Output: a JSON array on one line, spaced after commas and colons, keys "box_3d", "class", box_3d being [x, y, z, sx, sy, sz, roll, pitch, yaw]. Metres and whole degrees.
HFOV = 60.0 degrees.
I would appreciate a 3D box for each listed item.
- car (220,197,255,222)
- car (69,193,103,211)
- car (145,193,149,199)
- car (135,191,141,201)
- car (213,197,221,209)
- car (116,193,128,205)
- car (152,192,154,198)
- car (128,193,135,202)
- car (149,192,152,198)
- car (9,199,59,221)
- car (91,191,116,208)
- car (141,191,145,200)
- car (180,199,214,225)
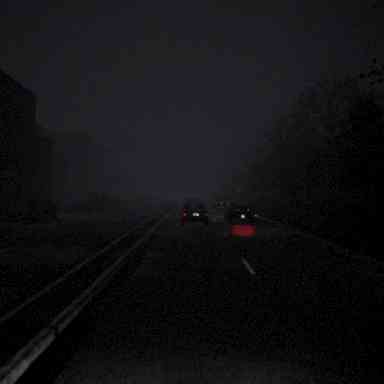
[{"box_3d": [3.432, 1.364, 24.766, 1.837, 1.490, 4.892, 0, 0, 0], "class": "car"}, {"box_3d": [-11.679, 1.212, 35.984, 2.231, 1.521, 4.892, 0, 0, 0], "class": "car"}, {"box_3d": [-11.716, 0.747, 74.498, 2.435, 2.045, 5.566, 0, 0, 0], "class": "car"}, {"box_3d": [-11.705, 0.933, 63.508, 2.185, 1.767, 4.553, 0, 0, 0], "class": "car"}, {"box_3d": [3.490, 1.311, 41.485, 2.033, 1.411, 5.357, 0, 0, 0], "class": "car"}, {"box_3d": [-11.749, 1.129, 50.895, 2.231, 1.521, 4.892, 0, 0, 1], "class": "car"}, {"box_3d": [-11.726, 0.937, 85.709, 2.231, 1.521, 4.892, 0, 0, 0], "class": "car"}, {"box_3d": [-11.700, 1.087, 57.767, 1.946, 1.575, 5.366, 0, 0, 0], "class": "car"}, {"box_3d": [-11.723, 0.968, 80.183, 2.231, 1.521, 4.892, 0, 0, 0], "class": "car"}, {"box_3d": [-11.673, 1.301, 24.896, 2.163, 1.488, 4.792, 0, 0, 0], "class": "car"}, {"box_3d": [-11.685, 0.929, 41.473, 2.435, 2.045, 5.566, 0, 0, 0], "class": "car"}, {"box_3d": [-11.711, 1.026, 68.817, 1.946, 1.575, 5.366, 0, 0, 0], "class": "car"}, {"box_3d": [0.169, 1.416, 22.810, 2.033, 1.411, 5.357, 0, 0, 0], "class": "car"}]
